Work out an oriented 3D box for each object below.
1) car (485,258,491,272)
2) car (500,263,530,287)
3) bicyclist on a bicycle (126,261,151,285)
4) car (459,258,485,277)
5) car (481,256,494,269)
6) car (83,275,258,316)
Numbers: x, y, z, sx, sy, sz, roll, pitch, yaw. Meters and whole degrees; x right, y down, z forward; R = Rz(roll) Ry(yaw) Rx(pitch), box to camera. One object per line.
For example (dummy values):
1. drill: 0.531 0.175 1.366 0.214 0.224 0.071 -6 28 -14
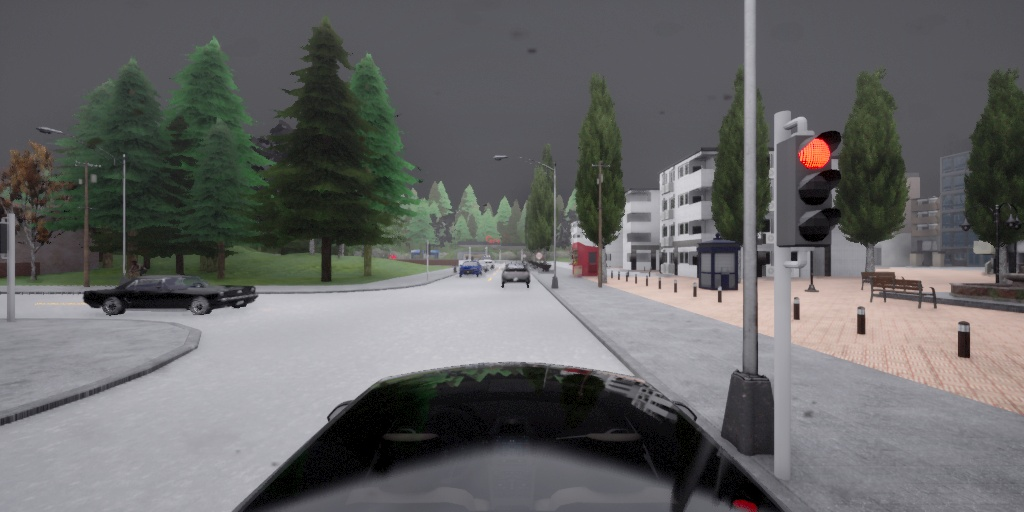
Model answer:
1. car: -4.059 1.276 46.011 1.812 1.442 4.674 0 0 0
2. car: 0.209 1.241 24.582 2.128 1.511 4.902 0 0 -1
3. bicyclist on a bicycle: -22.132 1.099 21.162 0.582 1.620 1.656 0 0 0
4. car: -4.081 1.228 35.850 1.882 1.535 5.008 0 0 0
5. car: -4.012 0.971 56.410 2.150 2.045 5.566 0 0 0
6. car: -11.883 1.351 12.754 4.718 1.301 1.895 0 0 0
